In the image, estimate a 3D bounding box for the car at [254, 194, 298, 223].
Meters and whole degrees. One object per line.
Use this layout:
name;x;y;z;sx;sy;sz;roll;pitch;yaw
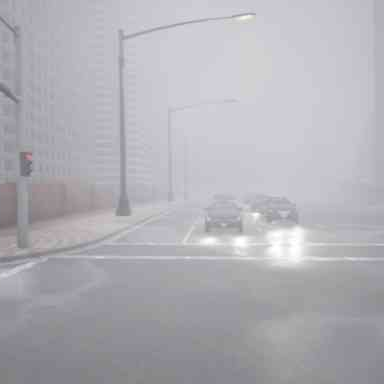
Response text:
car;5.484;1.074;21.438;2.128;1.511;4.902;-1;1;5

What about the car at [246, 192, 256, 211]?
car;6.293;0.927;30.616;1.837;1.490;4.892;-1;1;5

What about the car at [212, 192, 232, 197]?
car;2.407;0.882;26.481;2.097;1.767;4.553;-1;1;5

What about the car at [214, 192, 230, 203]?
car;4.266;0.717;47.108;2.033;1.411;5.357;-1;1;5

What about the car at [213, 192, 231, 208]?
car;3.303;0.832;36.596;1.882;1.535;5.008;-1;1;5

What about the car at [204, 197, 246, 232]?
car;1.664;1.209;17.717;1.812;1.442;4.674;-1;1;5

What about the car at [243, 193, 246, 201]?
car;7.179;0.773;40.607;1.812;1.442;4.674;-1;1;5
